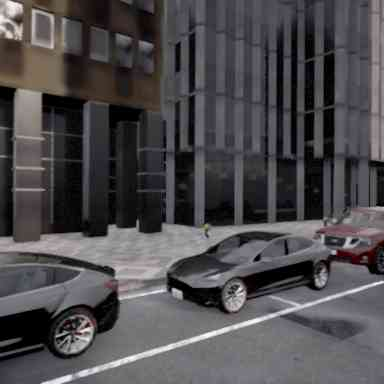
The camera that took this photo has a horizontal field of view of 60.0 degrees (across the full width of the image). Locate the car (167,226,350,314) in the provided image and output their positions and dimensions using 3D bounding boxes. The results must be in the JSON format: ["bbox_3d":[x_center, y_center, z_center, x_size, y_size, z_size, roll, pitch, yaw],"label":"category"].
[{"bbox_3d":[1.493,1.622,7.722,4.313,1.339,1.947,1,-1,-36],"label":"car"}]

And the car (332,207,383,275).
[{"bbox_3d":[6.080,1.427,11.001,5.009,1.841,2.192,1,-1,-36],"label":"car"}]

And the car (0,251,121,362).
[{"bbox_3d":[-3.093,1.566,4.445,4.313,1.339,1.947,1,-1,-36],"label":"car"}]
